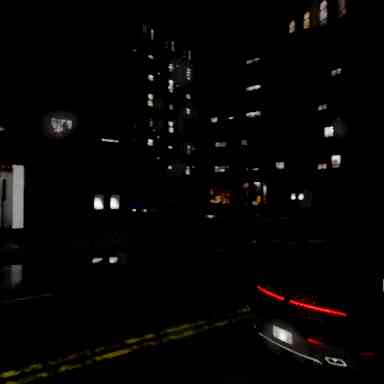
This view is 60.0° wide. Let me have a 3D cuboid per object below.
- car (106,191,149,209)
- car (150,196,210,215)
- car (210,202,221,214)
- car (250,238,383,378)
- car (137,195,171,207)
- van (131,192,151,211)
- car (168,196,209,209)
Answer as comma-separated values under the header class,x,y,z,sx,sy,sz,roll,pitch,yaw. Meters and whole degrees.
class,x,y,z,sx,sy,sz,roll,pitch,yaw
car,-7.107,0.858,36.657,4.553,1.767,2.097,2,0,37
car,-1.090,1.247,28.906,4.403,1.369,2.008,2,-1,37
car,0.367,1.194,31.033,5.008,1.535,1.882,2,0,37
car,3.129,1.549,5.547,4.892,1.490,1.837,0,0,-35
car,-4.862,1.103,42.224,4.206,1.307,1.802,2,-1,37
van,-5.499,0.914,32.228,3.998,1.788,1.690,2,-1,37
car,-0.445,1.196,38.904,4.403,1.369,2.008,2,-1,37
